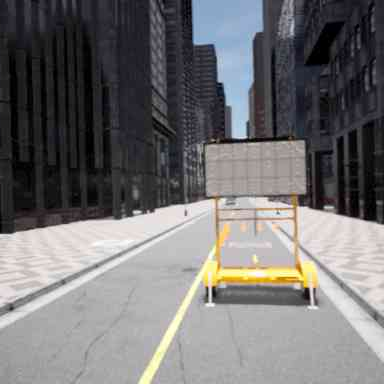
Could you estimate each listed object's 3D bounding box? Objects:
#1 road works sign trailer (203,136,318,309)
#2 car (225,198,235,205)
[{"bbox_3d":[1.520,0.520,7.998,2.380,3.560,2.880,-2,-1,9],"label":"road works sign trailer"},{"bbox_3d":[8.311,1.977,72.502,2.097,1.767,4.553,-2,-1,9],"label":"car"}]
